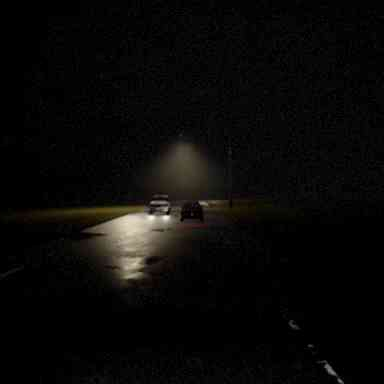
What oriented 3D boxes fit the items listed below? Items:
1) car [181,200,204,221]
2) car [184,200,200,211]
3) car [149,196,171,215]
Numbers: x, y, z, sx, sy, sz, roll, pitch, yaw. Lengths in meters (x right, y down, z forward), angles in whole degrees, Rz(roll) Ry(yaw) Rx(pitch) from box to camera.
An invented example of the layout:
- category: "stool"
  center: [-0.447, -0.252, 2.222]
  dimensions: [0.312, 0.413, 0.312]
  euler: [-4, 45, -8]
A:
- category: "car"
  center: [0.020, 1.671, 29.025]
  dimensions: [1.882, 1.535, 5.008]
  euler: [0, 0, 0]
- category: "car"
  center: [0.034, 1.773, 44.740]
  dimensions: [1.994, 1.385, 4.181]
  euler: [0, 0, 0]
- category: "car"
  center: [-3.556, 1.431, 37.720]
  dimensions: [2.150, 2.045, 5.566]
  euler: [0, 0, 0]
